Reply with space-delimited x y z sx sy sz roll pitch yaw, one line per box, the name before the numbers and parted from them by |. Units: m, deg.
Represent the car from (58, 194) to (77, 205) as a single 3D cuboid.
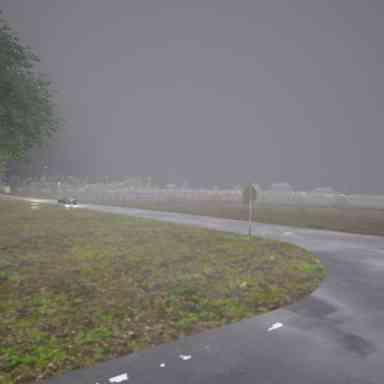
car | -18.756 1.080 49.912 2.128 1.511 4.902 3 -1 -35
